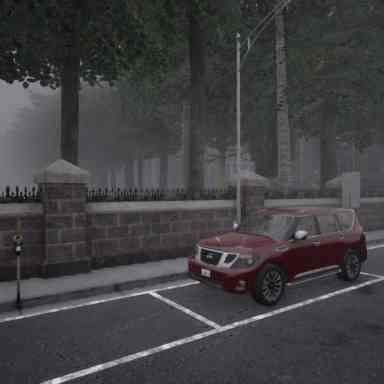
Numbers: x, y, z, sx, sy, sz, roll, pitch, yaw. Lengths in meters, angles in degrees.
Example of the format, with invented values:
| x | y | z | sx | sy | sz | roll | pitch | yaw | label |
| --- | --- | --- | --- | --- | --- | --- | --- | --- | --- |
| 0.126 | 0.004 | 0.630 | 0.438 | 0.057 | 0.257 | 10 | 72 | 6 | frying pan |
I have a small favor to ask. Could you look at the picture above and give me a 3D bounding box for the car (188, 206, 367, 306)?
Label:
| x | y | z | sx | sy | sz | roll | pitch | yaw | label |
| --- | --- | --- | --- | --- | --- | --- | --- | --- | --- |
| 2.326 | 1.314 | 8.194 | 5.009 | 1.841 | 2.192 | 0 | 0 | -36 | car |
